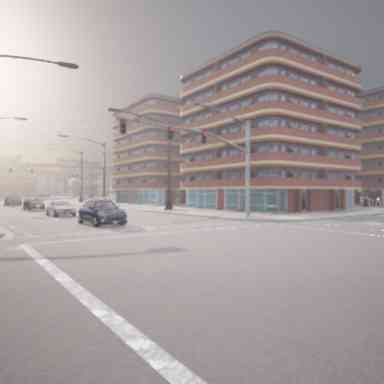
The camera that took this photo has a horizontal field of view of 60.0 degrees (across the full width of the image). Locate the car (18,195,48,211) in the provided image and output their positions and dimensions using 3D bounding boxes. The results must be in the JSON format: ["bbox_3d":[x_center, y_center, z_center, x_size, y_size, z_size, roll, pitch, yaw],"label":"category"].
[{"bbox_3d":[-19.265,1.497,40.614,2.128,1.511,4.902,0,0,-36],"label":"car"}]

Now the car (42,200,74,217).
[{"bbox_3d":[-12.263,1.530,31.147,1.812,1.442,4.674,0,0,-36],"label":"car"}]

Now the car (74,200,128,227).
[{"bbox_3d":[-6.201,1.357,22.981,2.097,1.767,4.553,0,0,-37],"label":"car"}]

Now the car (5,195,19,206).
[{"bbox_3d":[-28.884,1.354,53.793,2.097,1.767,4.553,0,0,-36],"label":"car"}]
